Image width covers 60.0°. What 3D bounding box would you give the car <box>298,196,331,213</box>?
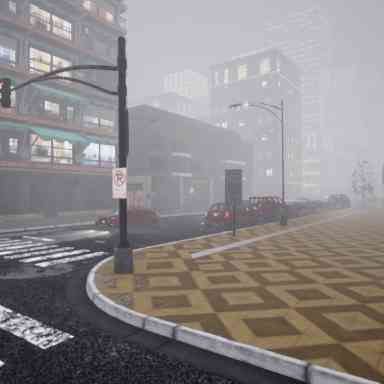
[{"bbox_3d":[12.458,1.421,34.231,1.887,1.381,4.507,-1,0,36],"label":"car"}]

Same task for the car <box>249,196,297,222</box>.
[{"bbox_3d":[5.830,1.216,25.219,2.192,1.841,5.009,-1,0,36],"label":"car"}]

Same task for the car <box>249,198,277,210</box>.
[{"bbox_3d":[9.321,1.489,43.267,1.752,1.417,4.829,-1,0,36],"label":"car"}]

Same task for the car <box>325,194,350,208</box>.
[{"bbox_3d":[19.082,1.167,43.245,2.192,1.841,5.009,-1,0,36],"label":"car"}]

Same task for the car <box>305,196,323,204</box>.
[{"bbox_3d":[22.572,1.439,61.293,1.752,1.417,4.829,-1,0,36],"label":"car"}]

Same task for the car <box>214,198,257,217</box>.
[{"bbox_3d":[4.321,1.436,32.303,1.882,1.535,5.008,-1,-1,36],"label":"car"}]

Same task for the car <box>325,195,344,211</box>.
[{"bbox_3d":[15.771,1.415,38.737,2.008,1.369,4.403,-1,0,36],"label":"car"}]

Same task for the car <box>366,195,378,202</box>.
[{"bbox_3d":[35.647,1.334,65.776,1.887,1.381,4.507,-1,0,36],"label":"car"}]

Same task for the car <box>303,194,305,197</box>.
[{"bbox_3d":[15.745,1.441,47.693,1.812,1.442,4.674,-1,-1,37],"label":"car"}]

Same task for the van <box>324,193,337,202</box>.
[{"bbox_3d":[29.297,1.229,70.443,1.690,1.788,3.998,-1,0,36],"label":"van"}]

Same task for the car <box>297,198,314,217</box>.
[{"bbox_3d":[9.146,1.471,29.724,1.802,1.307,4.206,-1,0,36],"label":"car"}]

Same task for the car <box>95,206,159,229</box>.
[{"bbox_3d":[-3.990,1.552,21.002,1.994,1.385,4.181,-1,0,36],"label":"car"}]

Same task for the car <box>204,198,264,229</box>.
[{"bbox_3d":[2.519,1.353,20.712,1.967,1.590,4.097,-1,0,36],"label":"car"}]
